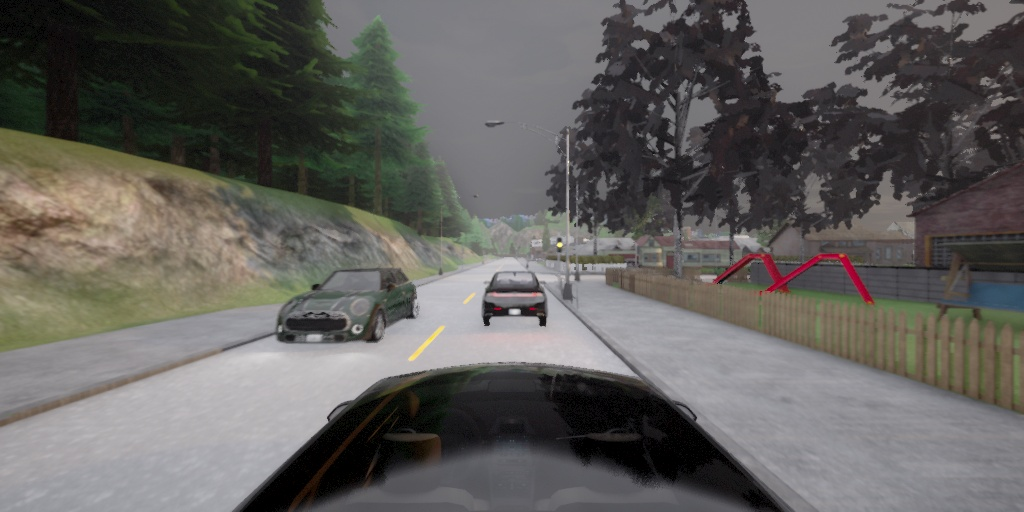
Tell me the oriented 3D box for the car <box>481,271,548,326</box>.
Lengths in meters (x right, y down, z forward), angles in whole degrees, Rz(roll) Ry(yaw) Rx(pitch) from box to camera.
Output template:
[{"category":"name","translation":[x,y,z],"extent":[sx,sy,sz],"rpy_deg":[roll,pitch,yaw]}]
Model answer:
[{"category":"car","translation":[0.091,1.231,11.595],"extent":[2.128,1.511,4.902],"rpy_deg":[0,0,0]}]

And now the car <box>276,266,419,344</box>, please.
[{"category":"car","translation":[-4.056,1.095,9.635],"extent":[2.097,1.767,4.553],"rpy_deg":[0,0,0]}]
